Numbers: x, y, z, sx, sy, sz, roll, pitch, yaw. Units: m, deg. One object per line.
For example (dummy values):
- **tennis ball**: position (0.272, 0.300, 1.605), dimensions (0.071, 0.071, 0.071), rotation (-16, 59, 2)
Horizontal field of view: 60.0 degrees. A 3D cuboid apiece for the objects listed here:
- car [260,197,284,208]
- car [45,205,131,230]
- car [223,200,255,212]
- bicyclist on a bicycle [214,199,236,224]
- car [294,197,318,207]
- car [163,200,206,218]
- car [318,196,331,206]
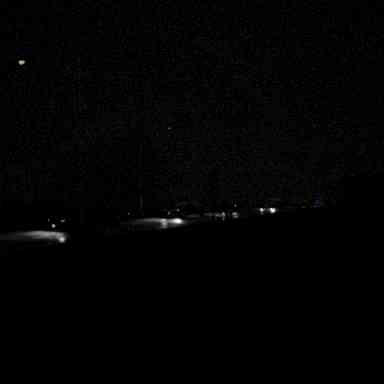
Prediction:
- **car**: position (11.036, 1.456, 45.331), dimensions (1.812, 1.442, 4.674), rotation (-1, -1, 36)
- **car**: position (-6.255, 1.495, 20.787), dimensions (2.033, 1.411, 5.357), rotation (-1, 0, 34)
- **car**: position (5.221, 1.513, 37.130), dimensions (1.895, 1.301, 4.718), rotation (-1, -1, 35)
- **bicyclist on a bicycle**: position (2.212, 1.321, 22.475), dimensions (1.656, 1.620, 0.582), rotation (0, 0, 35)
- **car**: position (15.943, 1.467, 47.267), dimensions (1.994, 1.385, 4.181), rotation (-1, -1, 35)
- **car**: position (-0.535, 1.452, 28.970), dimensions (1.812, 1.442, 4.674), rotation (-1, 0, 35)
- **car**: position (21.647, 1.447, 55.386), dimensions (1.882, 1.535, 5.008), rotation (-1, -1, 35)
